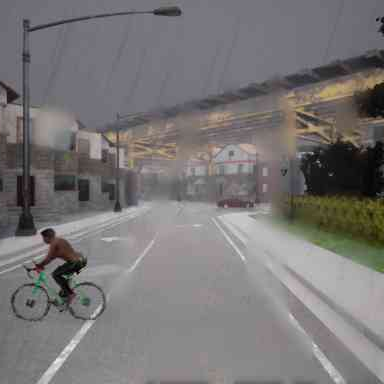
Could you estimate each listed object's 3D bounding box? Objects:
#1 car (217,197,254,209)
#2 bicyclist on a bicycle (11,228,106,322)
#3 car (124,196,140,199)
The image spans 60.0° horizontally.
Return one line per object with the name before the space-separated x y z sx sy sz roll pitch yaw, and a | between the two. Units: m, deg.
car | 5.834 1.477 44.835 5.008 1.535 1.882 0 0 -4
bicyclist on a bicycle | -2.319 1.453 5.766 1.656 1.620 0.582 -1 0 0
car | -16.836 1.452 91.577 4.974 1.542 2.038 0 0 -15
